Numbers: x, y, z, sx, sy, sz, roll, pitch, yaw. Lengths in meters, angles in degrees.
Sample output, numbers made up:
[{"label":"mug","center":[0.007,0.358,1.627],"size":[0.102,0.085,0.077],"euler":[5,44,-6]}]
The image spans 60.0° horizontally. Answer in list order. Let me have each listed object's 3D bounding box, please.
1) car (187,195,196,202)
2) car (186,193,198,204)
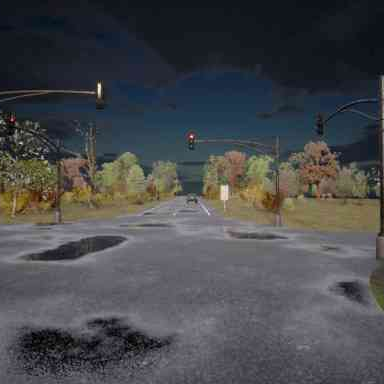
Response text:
[{"label":"car","center":[-0.011,1.465,78.038],"size":[2.033,1.411,5.357],"euler":[0,0,0]},{"label":"car","center":[-0.009,1.293,67.647],"size":[2.150,2.045,5.566],"euler":[0,0,0]}]
